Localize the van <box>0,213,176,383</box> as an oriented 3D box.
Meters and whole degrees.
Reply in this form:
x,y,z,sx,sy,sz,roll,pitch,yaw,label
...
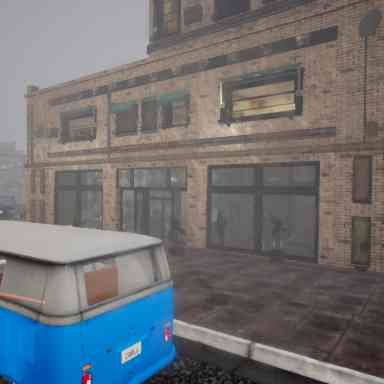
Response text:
x,y,z,sx,sy,sz,roll,pitch,yaw,label
-2.102,1.340,4.348,3.998,1.788,1.690,0,1,35,van

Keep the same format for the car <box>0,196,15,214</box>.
x,y,z,sx,sy,sz,roll,pitch,yaw,label
-22.045,1.411,35.538,2.192,1.841,5.009,0,0,36,car

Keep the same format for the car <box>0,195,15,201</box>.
x,y,z,sx,sy,sz,roll,pitch,yaw,label
-20.505,1.349,33.244,2.150,2.045,5.566,1,0,36,car

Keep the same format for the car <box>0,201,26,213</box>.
x,y,z,sx,sy,sz,roll,pitch,yaw,label
-15.283,1.793,30.593,1.947,1.339,4.313,0,0,36,car
